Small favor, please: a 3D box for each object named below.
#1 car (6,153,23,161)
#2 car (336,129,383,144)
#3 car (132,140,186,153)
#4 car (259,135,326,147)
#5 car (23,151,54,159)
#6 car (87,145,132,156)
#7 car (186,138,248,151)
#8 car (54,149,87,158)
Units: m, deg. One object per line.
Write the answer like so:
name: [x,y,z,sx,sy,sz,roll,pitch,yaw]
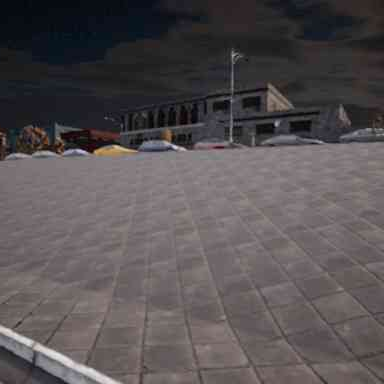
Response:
car: [-21.308,-4.056,41.438,4.892,1.521,2.231,1,1,34]
car: [12.071,-3.354,21.718,4.892,1.521,2.231,1,1,27]
car: [-2.622,-3.793,29.575,4.553,1.767,2.185,1,1,31]
car: [7.237,-3.417,24.173,4.674,1.452,2.002,1,1,28]
car: [-16.740,-3.975,38.341,4.892,1.521,2.231,1,1,34]
car: [-7.378,-3.772,32.389,5.008,1.535,2.097,1,1,32]
car: [2.372,-3.531,26.778,4.792,1.488,2.163,1,1,29]
car: [-12.091,-3.836,35.315,4.674,1.452,2.002,1,1,33]
